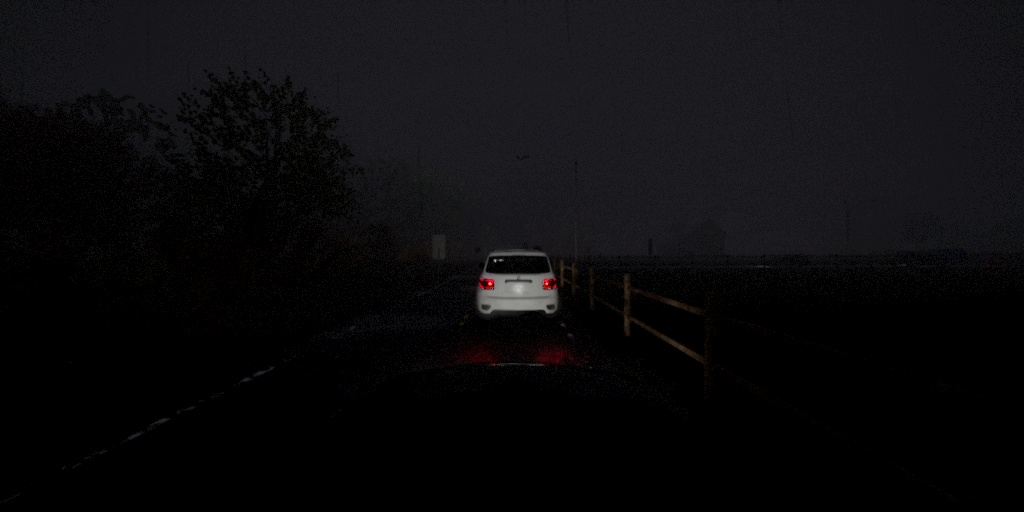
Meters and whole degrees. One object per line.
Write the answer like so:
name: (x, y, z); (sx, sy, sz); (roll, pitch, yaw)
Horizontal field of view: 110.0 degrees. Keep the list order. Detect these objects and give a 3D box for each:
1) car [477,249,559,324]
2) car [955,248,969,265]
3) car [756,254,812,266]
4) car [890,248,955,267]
car: (0.110, 0.797, 11.377); (2.150, 2.045, 5.566); (0, 1, -1)
car: (49.183, 0.108, 41.429); (5.566, 2.045, 2.150); (0, 1, -1)
car: (31.289, 0.433, 41.222); (5.357, 1.411, 2.033); (0, 1, -1)
car: (43.764, 0.208, 38.544); (4.553, 1.767, 2.097); (0, 1, 0)
